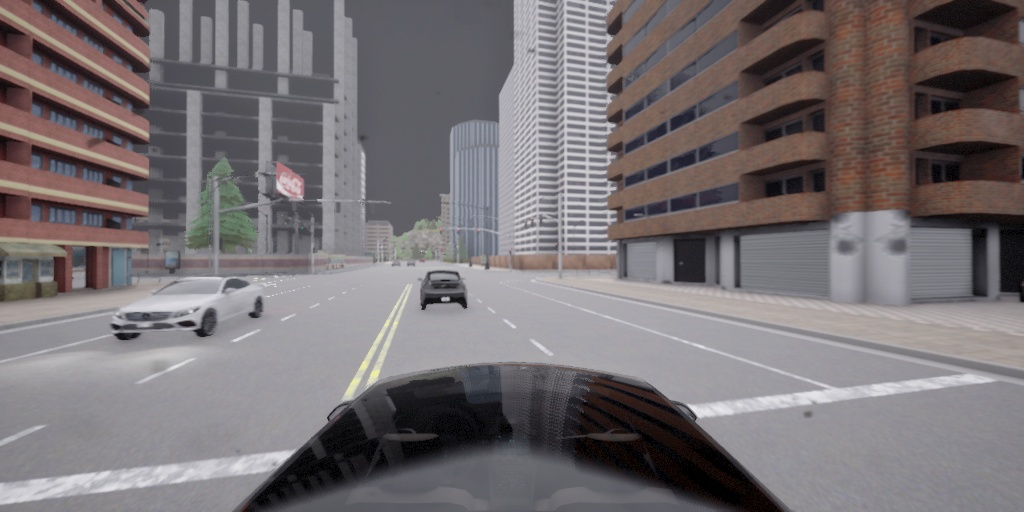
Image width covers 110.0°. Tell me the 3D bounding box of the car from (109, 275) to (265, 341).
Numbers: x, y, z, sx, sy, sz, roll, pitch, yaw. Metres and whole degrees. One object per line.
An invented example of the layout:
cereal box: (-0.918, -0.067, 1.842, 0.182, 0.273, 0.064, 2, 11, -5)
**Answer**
car: (-8.968, 1.303, 10.475, 1.812, 1.442, 4.674, 0, 0, -14)

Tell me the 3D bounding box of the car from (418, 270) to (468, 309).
car: (-3.047, 1.362, 15.735, 1.837, 1.490, 4.892, 0, 0, -14)
